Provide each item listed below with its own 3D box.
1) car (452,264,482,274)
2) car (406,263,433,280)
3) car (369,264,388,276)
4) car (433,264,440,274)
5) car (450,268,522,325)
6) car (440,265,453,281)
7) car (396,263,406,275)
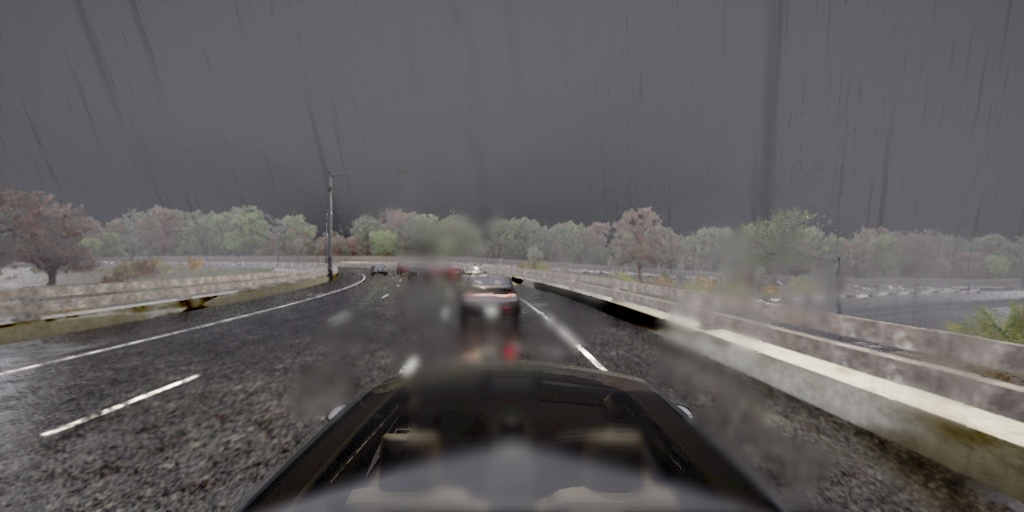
[{"bbox_3d":[-2.687,1.469,24.278,2.128,1.511,4.902,0,-1,-12],"label":"car"},{"bbox_3d":[-9.317,1.599,35.771,1.837,1.490,4.892,0,-1,-18],"label":"car"},{"bbox_3d":[-17.226,1.755,46.224,2.033,1.411,5.357,0,-1,-26],"label":"car"},{"bbox_3d":[-10.930,1.794,49.101,1.994,1.385,4.181,0,-1,-25],"label":"car"},{"bbox_3d":[-0.803,1.348,12.335,2.128,1.511,4.902,0,-1,-6],"label":"car"},{"bbox_3d":[-5.616,1.570,35.612,1.882,1.535,5.008,0,0,-18],"label":"car"},{"bbox_3d":[-14.180,1.699,47.813,1.882,1.535,5.008,0,-1,-25],"label":"car"}]
